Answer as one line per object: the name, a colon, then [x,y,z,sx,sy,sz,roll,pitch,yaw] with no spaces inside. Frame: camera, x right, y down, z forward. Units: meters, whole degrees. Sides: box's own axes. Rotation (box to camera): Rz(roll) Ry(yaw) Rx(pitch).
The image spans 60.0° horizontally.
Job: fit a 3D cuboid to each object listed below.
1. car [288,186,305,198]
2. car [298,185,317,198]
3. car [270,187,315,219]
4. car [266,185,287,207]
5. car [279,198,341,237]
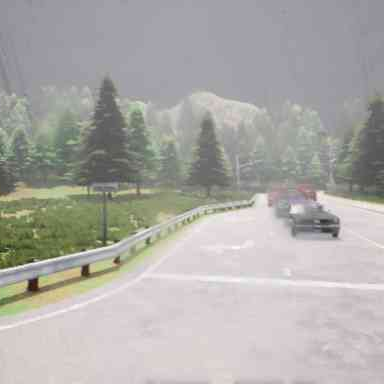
car: [16.128,-0.025,51.380,2.097,1.767,4.553,-1,1,13]
car: [14.014,0.097,41.176,2.150,2.045,5.566,-1,1,12]
car: [6.552,0.748,22.166,2.097,1.767,4.553,-1,1,10]
car: [8.519,0.361,32.664,2.150,2.045,5.566,-1,1,11]
car: [5.276,1.168,15.167,1.895,1.301,4.718,-1,1,10]
